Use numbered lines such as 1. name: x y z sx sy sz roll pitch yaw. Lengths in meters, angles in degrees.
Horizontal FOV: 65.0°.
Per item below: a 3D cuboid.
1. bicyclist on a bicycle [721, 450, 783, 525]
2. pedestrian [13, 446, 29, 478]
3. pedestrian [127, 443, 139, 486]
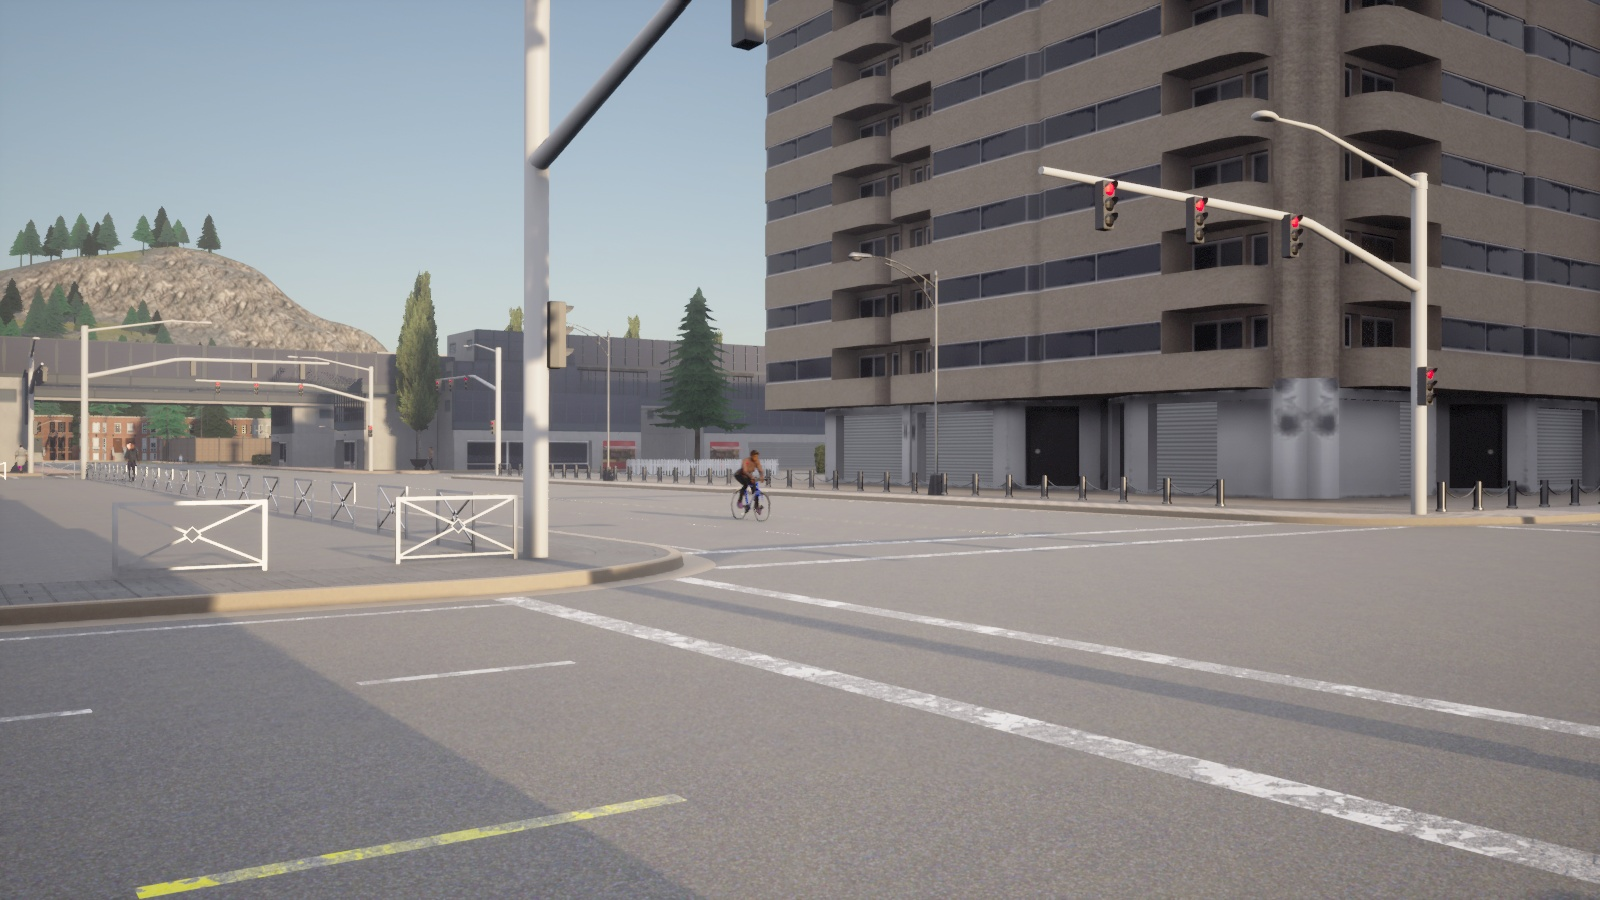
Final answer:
1. bicyclist on a bicycle: -1.101 0.825 28.468 0.582 1.620 1.656 0 0 -35
2. pedestrian: -48.947 0.756 78.939 0.873 1.952 0.659 0 0 44
3. pedestrian: -30.471 0.664 57.365 0.423 1.949 0.788 0 0 -35
